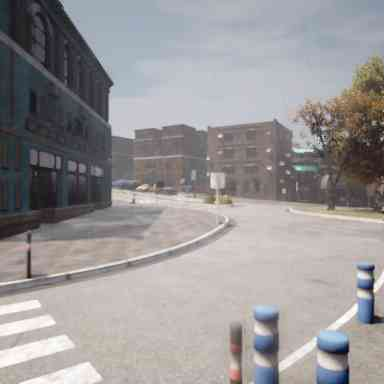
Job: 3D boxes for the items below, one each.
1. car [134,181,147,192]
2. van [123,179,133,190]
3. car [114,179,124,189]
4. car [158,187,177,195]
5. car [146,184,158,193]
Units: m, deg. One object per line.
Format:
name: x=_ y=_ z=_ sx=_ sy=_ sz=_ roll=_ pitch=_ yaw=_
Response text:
car: x=-9.256 y=-0.823 z=66.186 sx=1.946 sy=1.575 sz=5.366 roll=6 pitch=2 yaw=12
van: x=-11.750 y=-1.344 z=68.078 sx=1.878 sy=1.987 sz=4.442 roll=5 pitch=2 yaw=12
car: x=-14.342 y=-1.659 z=69.537 sx=2.435 sy=2.045 sz=5.566 roll=6 pitch=2 yaw=12
car: x=-4.082 y=-0.236 z=63.154 sx=2.231 sy=1.521 sz=4.892 roll=5 pitch=2 yaw=12
car: x=-6.649 y=-0.490 z=64.767 sx=2.002 sy=1.452 sz=4.674 roll=6 pitch=2 yaw=12
